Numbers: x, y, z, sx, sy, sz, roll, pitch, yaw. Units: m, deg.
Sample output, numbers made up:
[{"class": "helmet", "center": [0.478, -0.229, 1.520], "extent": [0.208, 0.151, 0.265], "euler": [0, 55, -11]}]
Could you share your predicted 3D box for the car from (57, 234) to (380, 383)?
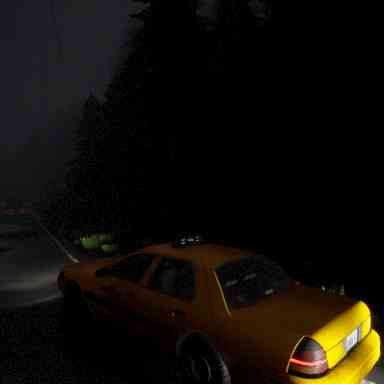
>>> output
[{"class": "car", "center": [-0.252, 1.417, 5.085], "extent": [5.366, 1.575, 1.801], "euler": [1, 1, 44]}]

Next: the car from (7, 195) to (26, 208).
[{"class": "car", "center": [-21.123, 1.057, 40.068], "extent": [2.128, 1.511, 4.902], "euler": [-2, 2, -26]}]
